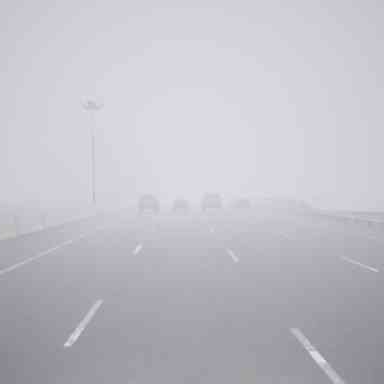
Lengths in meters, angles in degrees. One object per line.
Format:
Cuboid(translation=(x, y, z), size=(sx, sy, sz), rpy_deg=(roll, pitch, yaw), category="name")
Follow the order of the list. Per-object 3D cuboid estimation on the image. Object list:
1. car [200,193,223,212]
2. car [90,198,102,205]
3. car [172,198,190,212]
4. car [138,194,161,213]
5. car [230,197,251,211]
Cuboid(translation=(2.178, 1.129, 37.928), size=(2.150, 2.045, 5.566), rpy_deg=(-1, 0, -2), category="car")
Cuboid(translation=(-20.076, 1.691, 70.437), size=(2.150, 2.045, 5.566), rpy_deg=(-1, -1, -2), category="car")
Cuboid(translation=(-1.350, 1.476, 39.171), size=(1.837, 1.490, 4.892), rpy_deg=(-1, 0, -2), category="car")
Cuboid(translation=(-4.823, 1.260, 37.929), size=(2.150, 2.045, 5.566), rpy_deg=(-1, 0, -2), category="car")
Cuboid(translation=(5.659, 1.346, 38.885), size=(1.837, 1.490, 4.892), rpy_deg=(-1, 0, -2), category="car")
